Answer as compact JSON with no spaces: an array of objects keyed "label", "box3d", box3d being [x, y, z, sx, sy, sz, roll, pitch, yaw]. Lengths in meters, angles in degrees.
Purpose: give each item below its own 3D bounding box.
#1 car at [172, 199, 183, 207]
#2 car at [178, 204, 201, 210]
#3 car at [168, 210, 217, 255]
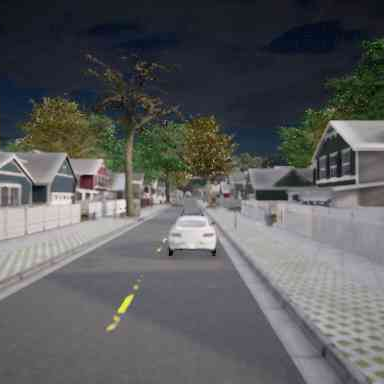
[{"label":"car","box3d":[-2.770,2.122,65.805,2.097,1.767,4.553,0,-1,0]},{"label":"car","box3d":[0.015,1.922,28.261,1.895,1.301,4.718,0,-1,0]},{"label":"car","box3d":[0.025,1.682,13.900,1.812,1.442,4.674,0,0,1]}]
